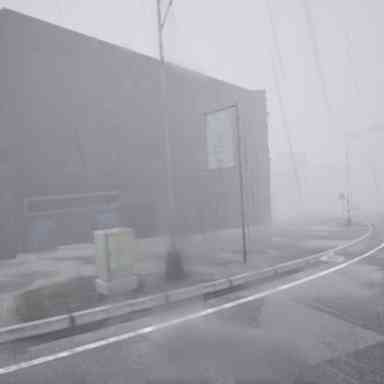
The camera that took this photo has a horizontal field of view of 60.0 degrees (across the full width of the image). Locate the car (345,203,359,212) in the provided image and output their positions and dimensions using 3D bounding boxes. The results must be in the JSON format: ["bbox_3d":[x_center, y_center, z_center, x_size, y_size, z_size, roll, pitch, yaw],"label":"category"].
[{"bbox_3d":[30.771,2.824,63.921,2.097,1.767,4.553,-2,-2,32],"label":"car"}]
